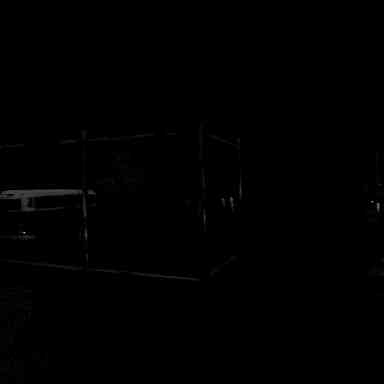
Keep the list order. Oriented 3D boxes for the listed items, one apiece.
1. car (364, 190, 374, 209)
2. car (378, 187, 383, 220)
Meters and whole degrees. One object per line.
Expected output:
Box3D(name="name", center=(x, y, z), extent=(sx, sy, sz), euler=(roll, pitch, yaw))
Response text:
Box3D(name="car", center=(14.830, 0.518, 26.448), extent=(2.033, 1.411, 5.357), euler=(0, 2, 23))
Box3D(name="car", center=(10.788, 0.542, 16.596), extent=(2.150, 2.045, 5.566), euler=(0, 2, 22))
